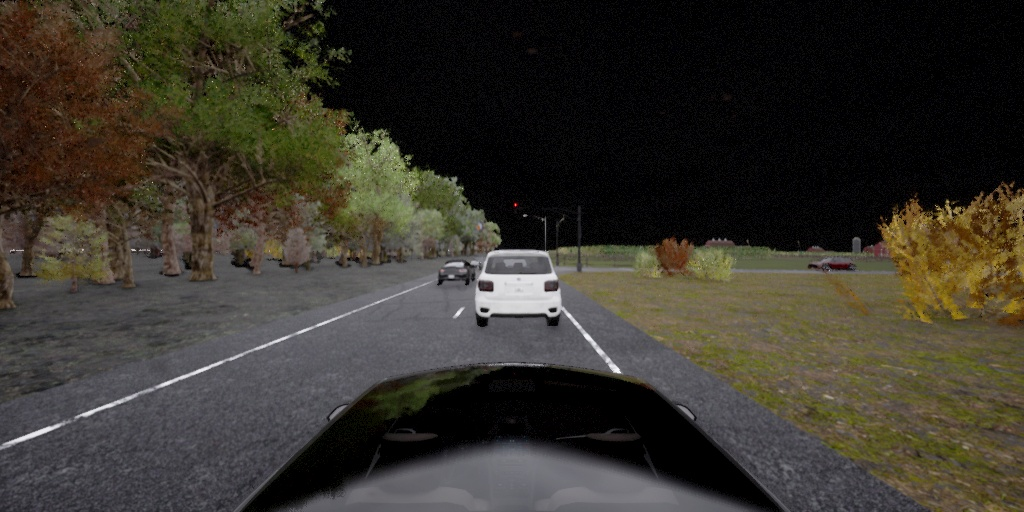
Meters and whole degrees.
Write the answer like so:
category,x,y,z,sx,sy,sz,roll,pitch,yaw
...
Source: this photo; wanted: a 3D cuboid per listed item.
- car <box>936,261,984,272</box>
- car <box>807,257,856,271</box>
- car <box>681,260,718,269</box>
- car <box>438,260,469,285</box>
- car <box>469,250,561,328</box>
category,x,y,z,sx,sy,sz,roll,pitch,yaw
car,49.025,1.237,39.420,4.181,1.385,1.994,1,0,0
car,38.330,0.907,43.076,4.553,1.767,2.097,0,0,1
car,22.492,0.944,43.197,4.181,1.385,1.994,1,0,0
car,-3.350,0.950,22.139,1.812,1.442,4.674,0,0,0
car,0.131,0.824,10.960,2.150,2.045,5.566,0,1,-1
